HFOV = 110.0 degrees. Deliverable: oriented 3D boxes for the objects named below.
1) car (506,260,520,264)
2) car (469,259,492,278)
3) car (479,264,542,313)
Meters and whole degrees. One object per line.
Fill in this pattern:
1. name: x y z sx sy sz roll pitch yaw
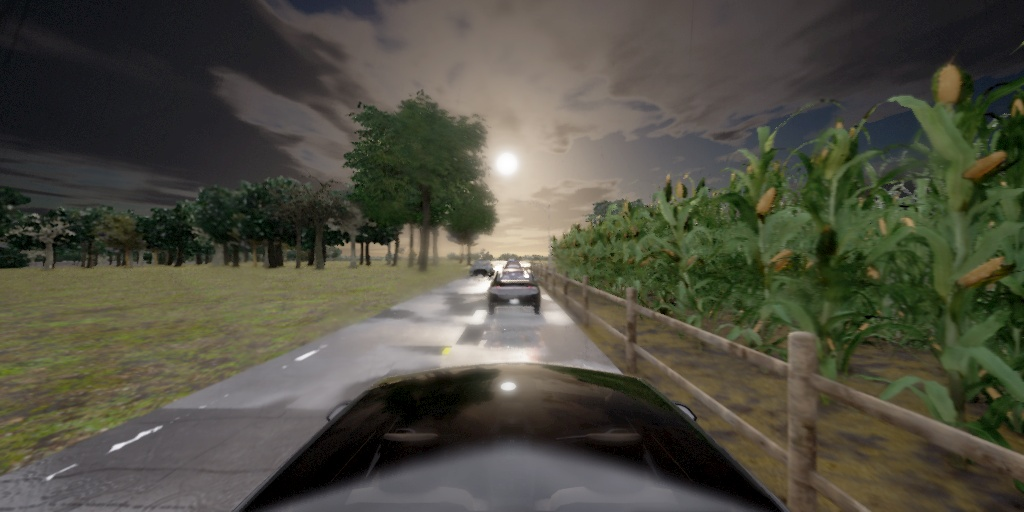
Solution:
1. car: 0.097 1.308 31.699 1.812 1.442 4.674 0 0 0
2. car: -2.850 1.138 34.604 2.097 1.767 4.553 0 0 0
3. car: 0.092 1.248 13.873 2.128 1.511 4.902 0 0 0
